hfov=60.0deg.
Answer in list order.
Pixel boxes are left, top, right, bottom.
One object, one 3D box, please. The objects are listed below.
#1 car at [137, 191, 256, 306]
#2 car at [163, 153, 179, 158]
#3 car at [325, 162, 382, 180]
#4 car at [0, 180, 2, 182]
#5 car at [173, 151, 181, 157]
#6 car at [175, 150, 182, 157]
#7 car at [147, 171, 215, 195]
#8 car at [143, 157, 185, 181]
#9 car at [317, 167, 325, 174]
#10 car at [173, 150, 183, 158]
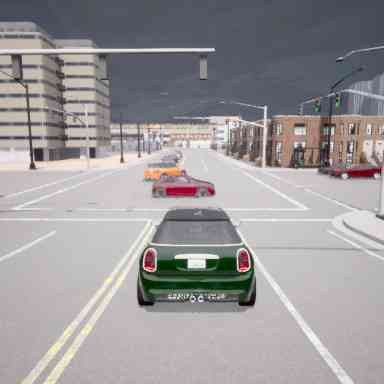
[{"bbox_3d":[0.092,1.075,7.660,2.097,1.767,4.553,0,4,0],"label":"car"},{"bbox_3d":[-3.510,-4.516,48.858,2.128,1.511,4.902,0,8,1],"label":"car"},{"bbox_3d":[16.050,-2.062,32.280,5.008,1.535,1.882,0,8,0],"label":"car"},{"bbox_3d":[-17.285,-0.894,25.362,4.718,1.301,1.895,0,8,0],"label":"car"},{"bbox_3d":[-3.457,-5.923,58.196,1.882,1.535,5.008,0,9,0],"label":"car"},{"bbox_3d":[-3.368,-7.262,67.490,1.812,1.442,4.674,0,8,1],"label":"car"},{"bbox_3d":[-0.570,-0.405,21.801,4.181,1.385,1.994,0,8,0],"label":"car"},{"bbox_3d":[-2.494,-2.041,31.332,2.097,1.767,4.553,5,10,33],"label":"car"},{"bbox_3d":[16.396,-2.511,35.758,5.357,1.411,2.033,0,8,0],"label":"car"},{"bbox_3d":[-3.336,-8.934,77.540,2.097,1.767,4.553,0,8,0],"label":"car"}]
